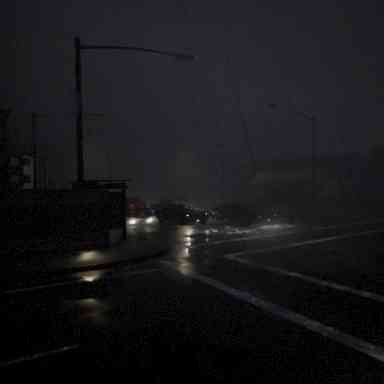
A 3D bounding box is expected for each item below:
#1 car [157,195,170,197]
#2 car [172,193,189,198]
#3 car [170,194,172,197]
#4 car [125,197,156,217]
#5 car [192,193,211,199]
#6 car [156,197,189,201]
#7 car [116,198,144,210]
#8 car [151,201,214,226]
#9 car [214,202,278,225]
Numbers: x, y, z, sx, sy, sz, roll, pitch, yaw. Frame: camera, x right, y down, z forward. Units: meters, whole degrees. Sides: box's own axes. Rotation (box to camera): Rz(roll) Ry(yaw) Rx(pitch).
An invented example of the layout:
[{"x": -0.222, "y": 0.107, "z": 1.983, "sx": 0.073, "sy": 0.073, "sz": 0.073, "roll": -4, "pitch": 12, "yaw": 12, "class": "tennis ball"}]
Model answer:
[{"x": -5.267, "y": 1.189, "z": 57.169, "sx": 1.895, "sy": 1.301, "sz": 4.718, "roll": -1, "pitch": 1, "yaw": -3, "class": "car"}, {"x": -1.715, "y": 0.952, "z": 61.043, "sx": 1.882, "sy": 1.535, "sz": 5.008, "roll": -1, "pitch": 1, "yaw": 8, "class": "car"}, {"x": -3.457, "y": 0.983, "z": 67.864, "sx": 1.994, "sy": 1.385, "sz": 4.181, "roll": -1, "pitch": 1, "yaw": 25, "class": "car"}, {"x": -5.511, "y": 1.280, "z": 30.800, "sx": 2.097, "sy": 1.767, "sz": 4.553, "roll": -1, "pitch": 1, "yaw": -31, "class": "car"}, {"x": 2.024, "y": 0.880, "z": 70.578, "sx": 1.895, "sy": 1.301, "sz": 4.718, "roll": -1, "pitch": 1, "yaw": 36, "class": "car"}, {"x": -2.223, "y": 1.453, "z": 32.063, "sx": 1.895, "sy": 1.301, "sz": 4.718, "roll": -1, "pitch": 1, "yaw": -31, "class": "car"}, {"x": -7.744, "y": 1.437, "z": 41.220, "sx": 1.895, "sy": 1.301, "sz": 4.718, "roll": -1, "pitch": 1, "yaw": -29, "class": "car"}, {"x": -0.810, "y": 1.539, "z": 23.260, "sx": 1.895, "sy": 1.301, "sz": 4.718, "roll": -2, "pitch": 1, "yaw": -32, "class": "car"}, {"x": 3.398, "y": 1.411, "z": 23.169, "sx": 2.033, "sy": 1.411, "sz": 5.357, "roll": -2, "pitch": 1, "yaw": -33, "class": "car"}]
